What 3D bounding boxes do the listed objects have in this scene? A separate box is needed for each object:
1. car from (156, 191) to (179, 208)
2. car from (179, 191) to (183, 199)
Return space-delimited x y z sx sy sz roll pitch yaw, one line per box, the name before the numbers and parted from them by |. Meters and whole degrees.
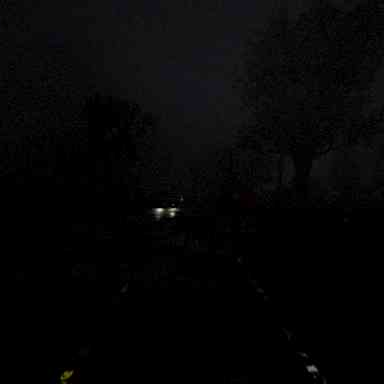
car | -3.015 0.928 39.836 2.150 2.045 5.566 0 2 0
car | -3.027 0.565 73.667 2.097 1.767 4.553 0 1 0
